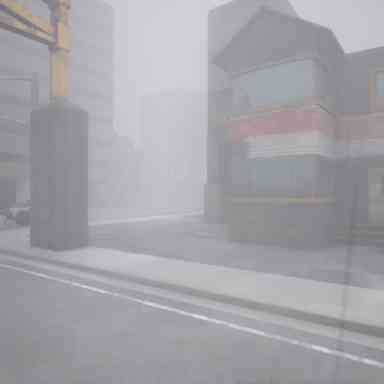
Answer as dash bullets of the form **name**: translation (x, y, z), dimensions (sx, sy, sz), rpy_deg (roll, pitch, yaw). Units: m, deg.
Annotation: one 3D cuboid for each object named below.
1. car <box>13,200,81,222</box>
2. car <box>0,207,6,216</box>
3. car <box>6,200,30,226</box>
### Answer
- **car**: translation (-9.753, 1.240, 22.816), dimensions (1.853, 1.218, 4.536), rpy_deg (0, 0, 15)
- **car**: translation (-12.924, 1.234, 25.466), dimensions (4.536, 1.218, 1.853), rpy_deg (0, 0, -30)
- **car**: translation (-9.766, 1.398, 22.767), dimensions (2.038, 1.542, 4.974), rpy_deg (0, 0, 15)
